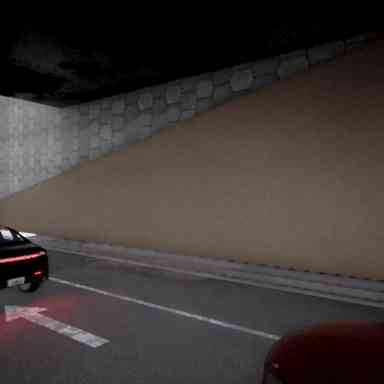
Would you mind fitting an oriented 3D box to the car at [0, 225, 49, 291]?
[{"bbox_3d":[-5.305,1.488,7.728,4.902,1.511,2.128,0,0,35],"label":"car"}]

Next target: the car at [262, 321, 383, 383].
[{"bbox_3d":[2.702,1.526,1.957,4.674,1.442,1.812,0,0,36],"label":"car"}]
